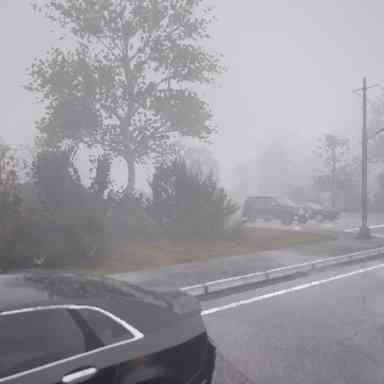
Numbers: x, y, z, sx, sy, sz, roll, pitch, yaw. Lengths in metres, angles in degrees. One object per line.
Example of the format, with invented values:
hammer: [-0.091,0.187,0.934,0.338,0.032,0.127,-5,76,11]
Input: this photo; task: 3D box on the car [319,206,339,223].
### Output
car: [9.300,1.566,26.889,1.882,1.535,5.008,0,-1,-39]

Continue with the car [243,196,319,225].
car: [6.265,1.316,25.146,2.150,2.045,5.566,0,-1,-37]

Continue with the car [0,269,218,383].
car: [-2.037,1.505,2.494,4.892,1.490,1.837,0,0,-35]
